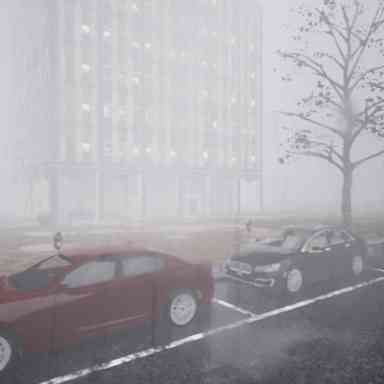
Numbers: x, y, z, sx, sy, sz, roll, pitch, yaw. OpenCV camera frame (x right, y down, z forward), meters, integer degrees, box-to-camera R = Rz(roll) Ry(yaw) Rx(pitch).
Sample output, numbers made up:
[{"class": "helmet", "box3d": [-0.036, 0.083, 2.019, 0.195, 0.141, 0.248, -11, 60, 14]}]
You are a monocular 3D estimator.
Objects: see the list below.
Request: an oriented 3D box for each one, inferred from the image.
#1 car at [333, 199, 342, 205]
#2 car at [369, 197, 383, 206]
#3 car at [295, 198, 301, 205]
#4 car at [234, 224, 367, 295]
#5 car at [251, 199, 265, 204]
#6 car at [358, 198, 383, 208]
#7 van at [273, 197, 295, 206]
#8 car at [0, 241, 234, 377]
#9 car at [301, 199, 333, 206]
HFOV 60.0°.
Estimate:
[{"class": "car", "box3d": [30.522, 2.083, 69.473, 1.802, 1.307, 4.206, -2, 0, -36]}, {"class": "car", "box3d": [35.783, 1.811, 62.292, 1.967, 1.590, 4.097, -2, 0, -36]}, {"class": "car", "box3d": [23.924, 2.105, 78.448, 1.967, 1.590, 4.097, -2, 0, -36]}, {"class": "car", "box3d": [2.822, 1.546, 8.582, 4.403, 1.369, 2.008, 0, 0, -36]}, {"class": "car", "box3d": [17.389, 2.410, 87.466, 1.802, 1.307, 4.206, -2, 0, -36]}, {"class": "car", "box3d": [30.102, 1.955, 55.413, 2.008, 1.369, 4.403, -2, 0, -36]}, {"class": "van", "box3d": [19.097, 2.021, 70.769, 1.690, 1.788, 3.998, -2, 0, -36]}, {"class": "car", "box3d": [-1.677, 1.544, 5.371, 4.507, 1.381, 1.887, 0, 0, -36]}, {"class": "car", "box3d": [24.020, 2.101, 63.885, 1.887, 1.381, 4.507, -2, 0, -36]}]
